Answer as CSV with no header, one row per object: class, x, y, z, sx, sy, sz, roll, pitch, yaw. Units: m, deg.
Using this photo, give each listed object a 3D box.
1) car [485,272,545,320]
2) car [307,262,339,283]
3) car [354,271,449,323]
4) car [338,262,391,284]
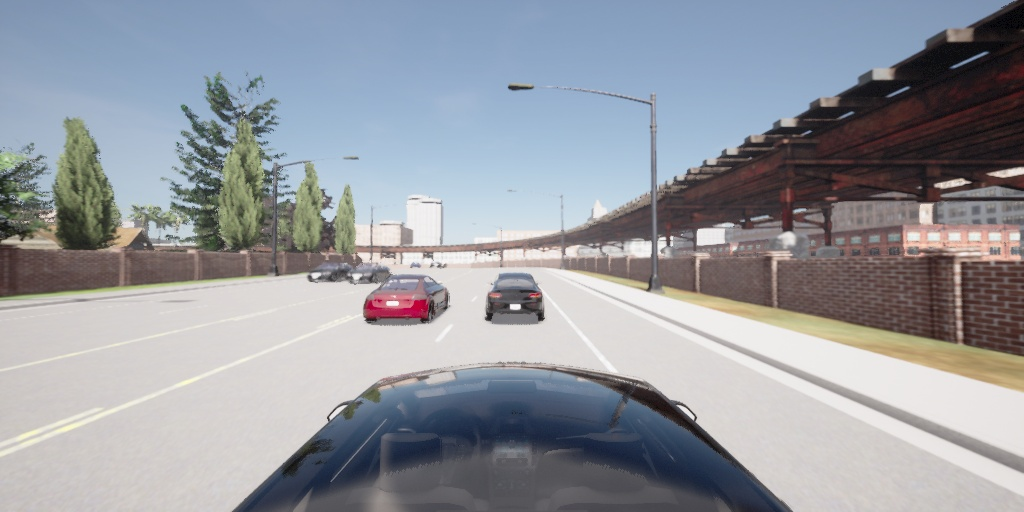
car,0.090,1.281,12.499,1.812,1.442,4.674,0,0,0
car,-14.096,1.255,28.164,2.128,1.511,4.902,0,0,0
car,-3.396,1.319,12.210,1.994,1.385,4.181,0,0,0
car,-10.595,1.254,26.882,2.128,1.511,4.902,0,0,0
